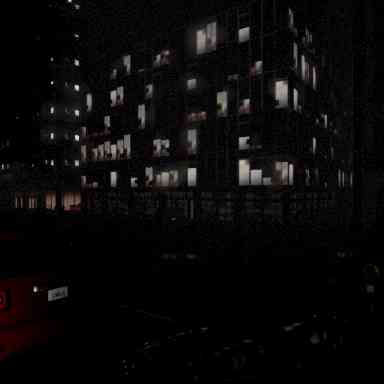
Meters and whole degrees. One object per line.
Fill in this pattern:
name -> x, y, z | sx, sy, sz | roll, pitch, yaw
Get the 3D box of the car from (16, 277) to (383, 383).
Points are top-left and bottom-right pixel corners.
car -> 0.925, 1.566, 2.218 | 4.313, 1.339, 1.947 | 0, 0, 36

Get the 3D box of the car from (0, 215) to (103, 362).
car -> -3.569, 1.315, 5.428 | 5.009, 1.841, 2.192 | 0, 0, 36
